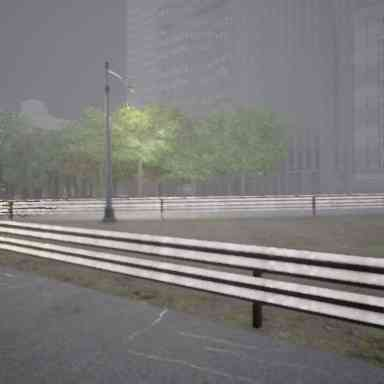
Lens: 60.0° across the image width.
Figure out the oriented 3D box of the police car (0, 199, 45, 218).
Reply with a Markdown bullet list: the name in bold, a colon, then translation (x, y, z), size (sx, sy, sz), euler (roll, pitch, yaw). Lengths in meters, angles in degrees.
- **police car**: translation (-15.284, 1.376, 28.411), size (4.974, 1.542, 2.038), euler (-1, -1, 9)
